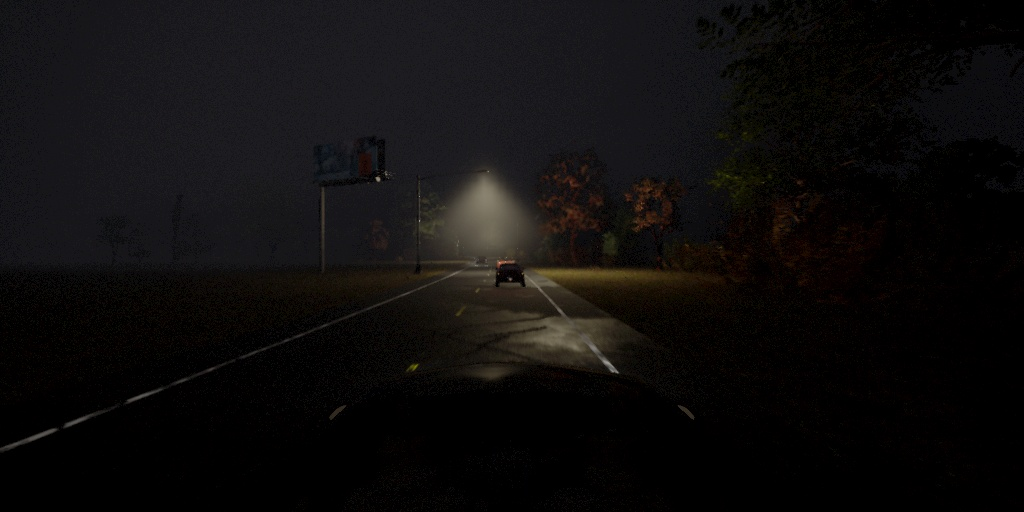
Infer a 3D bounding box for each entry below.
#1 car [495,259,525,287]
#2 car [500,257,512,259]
[{"bbox_3d":[-0.133,1.156,23.454,1.812,1.442,4.674,0,0,-1],"label":"car"},{"bbox_3d":[-0.712,0.868,42.179,2.097,1.767,4.553,0,0,-2],"label":"car"}]
